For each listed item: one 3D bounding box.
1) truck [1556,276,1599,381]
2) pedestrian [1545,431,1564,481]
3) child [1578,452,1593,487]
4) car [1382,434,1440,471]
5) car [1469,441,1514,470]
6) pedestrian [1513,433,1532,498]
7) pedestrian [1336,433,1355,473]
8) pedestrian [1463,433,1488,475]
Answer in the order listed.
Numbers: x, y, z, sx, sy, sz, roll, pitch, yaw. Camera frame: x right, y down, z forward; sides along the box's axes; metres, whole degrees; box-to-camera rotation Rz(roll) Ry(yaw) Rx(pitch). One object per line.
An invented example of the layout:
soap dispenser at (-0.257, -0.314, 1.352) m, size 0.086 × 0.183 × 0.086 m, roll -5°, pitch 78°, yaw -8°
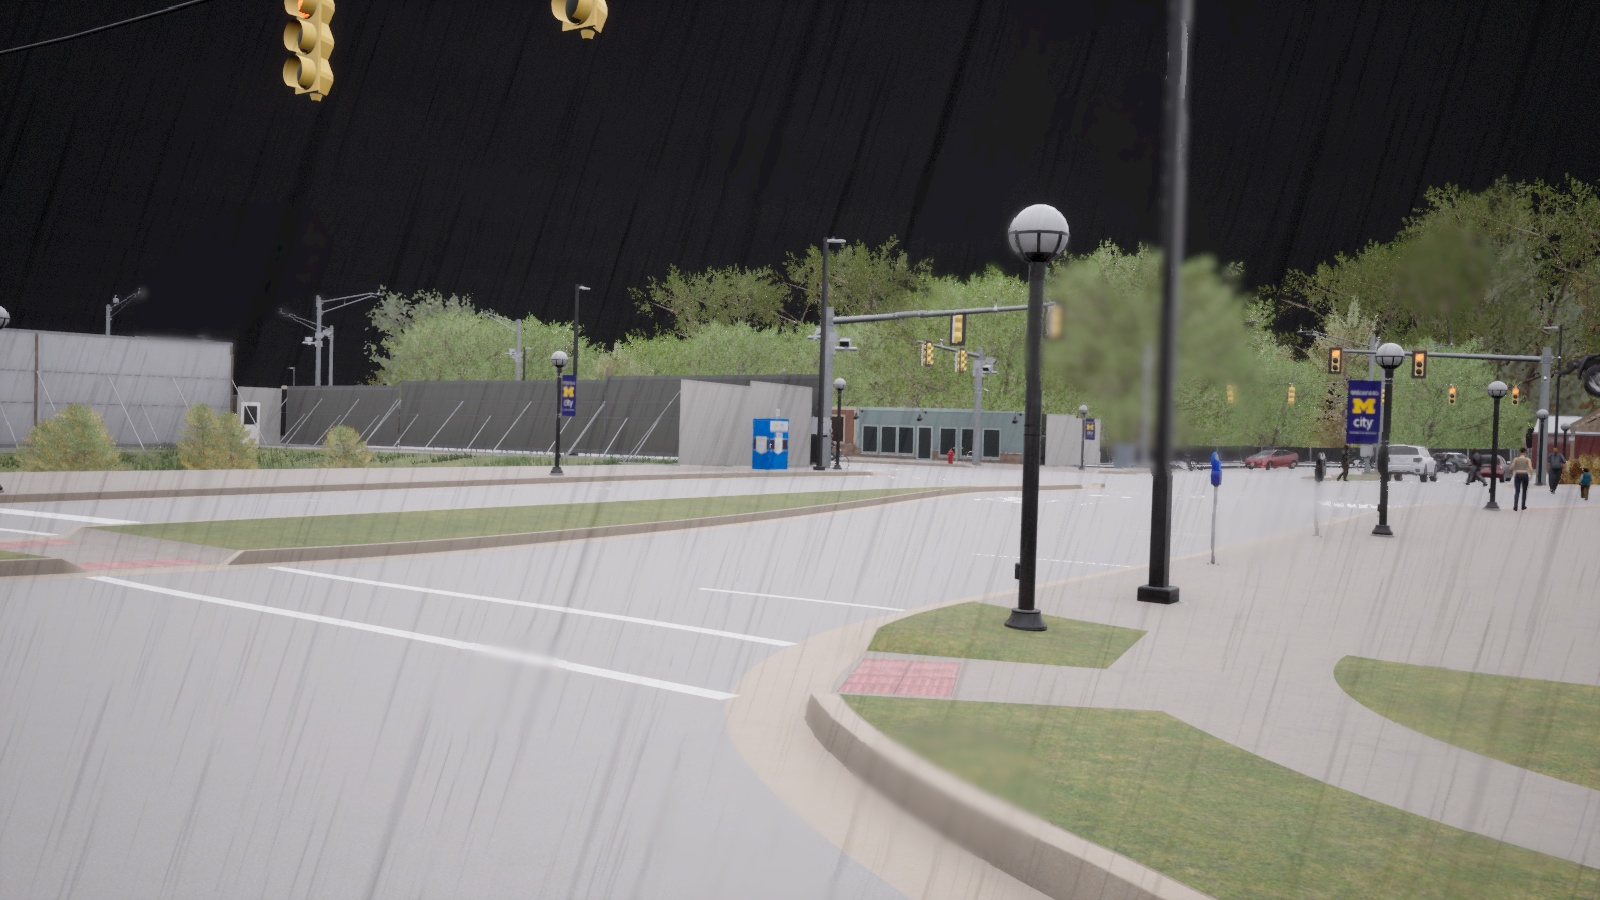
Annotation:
truck at (30.161, -4.362, 42.204) m, size 7.936 × 3.462 × 2.891 m, roll -3°, pitch 2°, yaw 32°
pedestrian at (28.388, 0.233, 47.245) m, size 0.540 × 1.848 × 0.694 m, roll 2°, pitch 2°, yaw 32°
child at (26.898, 0.671, 42.981) m, size 0.343 × 1.192 × 0.448 m, roll 1°, pitch 2°, yaw 23°
car at (35.006, 0.158, 71.877) m, size 2.150 × 2.045 × 5.566 m, roll 0°, pitch 0°, yaw 35°
car at (40.740, 0.294, 73.916) m, size 1.851 × 1.617 × 3.988 m, roll 0°, pitch 1°, yaw 36°
pedestrian at (20.878, 0.437, 36.292) m, size 0.345 × 1.836 × 0.594 m, roll 2°, pitch 2°, yaw 39°
pedestrian at (26.387, 0.137, 60.750) m, size 0.692 × 1.930 × 0.395 m, roll 2°, pitch 2°, yaw 43°
pedestrian at (31.052, 0.185, 57.754) m, size 0.849 × 1.883 × 0.563 m, roll 2°, pitch 2°, yaw 42°
